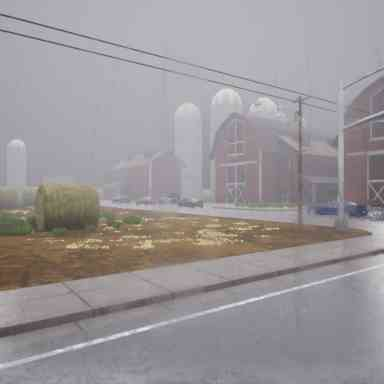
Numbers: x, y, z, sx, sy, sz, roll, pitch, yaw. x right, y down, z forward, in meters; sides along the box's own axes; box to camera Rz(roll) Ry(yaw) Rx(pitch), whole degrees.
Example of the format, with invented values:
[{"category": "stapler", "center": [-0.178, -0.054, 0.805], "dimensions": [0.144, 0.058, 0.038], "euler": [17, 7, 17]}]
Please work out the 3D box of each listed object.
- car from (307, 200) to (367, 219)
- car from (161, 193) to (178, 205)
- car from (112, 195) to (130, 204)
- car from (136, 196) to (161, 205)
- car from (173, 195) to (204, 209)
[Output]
[{"category": "car", "center": [12.389, 1.442, 28.724], "dimensions": [1.882, 1.535, 5.008], "euler": [0, 0, -37]}, {"category": "car", "center": [-3.979, 1.117, 57.640], "dimensions": [3.866, 1.878, 1.905], "euler": [-2, 5, 11]}, {"category": "car", "center": [-13.748, 1.325, 64.005], "dimensions": [2.097, 1.767, 4.553], "euler": [0, 0, -37]}, {"category": "car", "center": [-7.654, 1.480, 55.756], "dimensions": [1.812, 1.442, 4.674], "euler": [0, 0, -36]}, {"category": "car", "center": [-0.287, 1.496, 45.814], "dimensions": [1.812, 1.442, 4.674], "euler": [0, 0, -37]}]
